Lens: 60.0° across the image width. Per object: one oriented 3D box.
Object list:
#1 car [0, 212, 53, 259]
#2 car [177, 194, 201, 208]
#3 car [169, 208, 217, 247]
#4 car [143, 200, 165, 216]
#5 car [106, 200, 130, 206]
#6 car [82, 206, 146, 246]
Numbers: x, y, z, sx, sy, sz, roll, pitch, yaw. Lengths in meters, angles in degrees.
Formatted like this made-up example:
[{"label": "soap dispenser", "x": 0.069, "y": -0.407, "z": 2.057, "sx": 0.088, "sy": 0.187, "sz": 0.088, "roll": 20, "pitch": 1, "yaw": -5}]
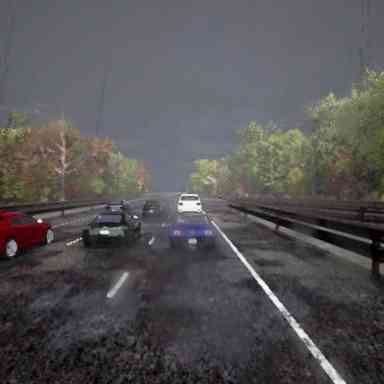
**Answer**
[{"label": "car", "x": -6.968, "y": 1.481, "z": 12.546, "sx": 1.882, "sy": 1.535, "sz": 5.008, "roll": 0, "pitch": 0, "yaw": 0}, {"label": "car", "x": -0.266, "y": 1.236, "z": 32.256, "sx": 2.150, "sy": 2.045, "sz": 5.566, "roll": 0, "pitch": 0, "yaw": -1}, {"label": "car", "x": 0.011, "y": 1.603, "z": 15.006, "sx": 1.895, "sy": 1.301, "sz": 4.718, "roll": 0, "pitch": 0, "yaw": -1}, {"label": "car", "x": -3.790, "y": 1.522, "z": 33.120, "sx": 1.837, "sy": 1.490, "sz": 4.892, "roll": 0, "pitch": 0, "yaw": -1}, {"label": "car", "x": -7.290, "y": 1.510, "z": 33.104, "sx": 2.128, "sy": 1.511, "sz": 4.902, "roll": 0, "pitch": 0, "yaw": -1}, {"label": "car", "x": -3.494, "y": 1.567, "z": 15.220, "sx": 1.994, "sy": 1.385, "sz": 4.181, "roll": 0, "pitch": 0, "yaw": -1}]
